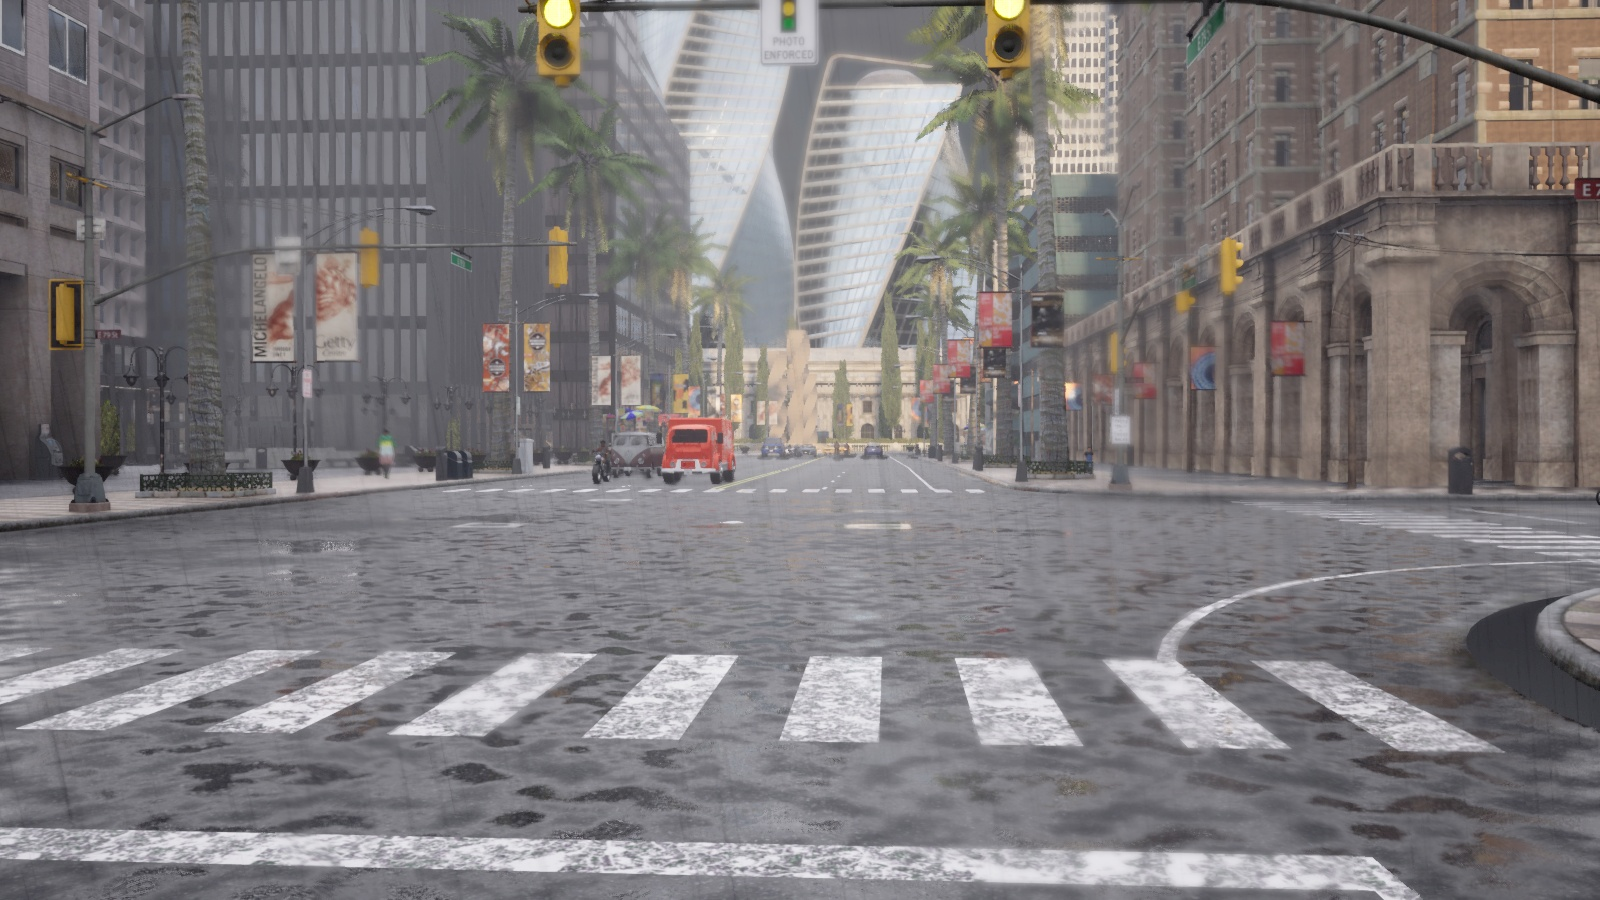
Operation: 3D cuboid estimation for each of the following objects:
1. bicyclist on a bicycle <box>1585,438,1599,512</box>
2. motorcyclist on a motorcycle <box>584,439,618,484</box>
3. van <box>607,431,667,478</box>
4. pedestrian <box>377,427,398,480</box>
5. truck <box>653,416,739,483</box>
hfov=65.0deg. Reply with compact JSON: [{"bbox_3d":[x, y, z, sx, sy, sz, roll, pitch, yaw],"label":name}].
[{"bbox_3d":[18.287,0.542,27.618,1.509,1.612,0.866,0,0,3],"label":"bicyclist on a bicycle"},{"bbox_3d":[-7.542,0.421,47.763,0.766,1.649,2.350,0,0,4],"label":"motorcyclist on a motorcycle"},{"bbox_3d":[-7.087,0.183,55.049,1.775,1.987,4.442,0,0,4],"label":"van"},{"bbox_3d":[-15.304,0.128,46.581,0.659,1.952,0.873,0,0,-13],"label":"pedestrian"},{"bbox_3d":[-3.975,-0.020,48.915,2.627,2.467,5.204,0,0,4],"label":"truck"}]
